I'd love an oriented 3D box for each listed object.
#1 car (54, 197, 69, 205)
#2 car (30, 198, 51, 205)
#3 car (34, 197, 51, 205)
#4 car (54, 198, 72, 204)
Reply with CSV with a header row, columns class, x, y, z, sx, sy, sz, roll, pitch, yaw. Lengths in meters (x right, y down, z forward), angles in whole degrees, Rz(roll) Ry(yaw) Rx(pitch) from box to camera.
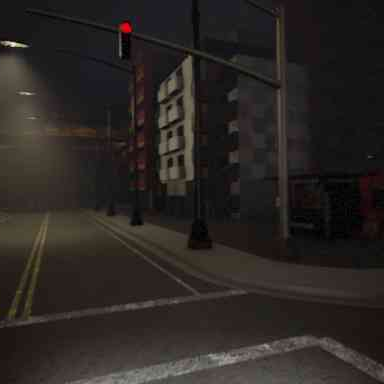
class,x,y,z,sx,sy,sz,roll,pitch,yaw
car,-26.503,1.944,68.249,2.038,1.542,4.974,-1,0,-43
car,-30.464,1.862,66.992,1.853,1.218,4.536,-1,0,2
car,-30.463,2.019,66.940,2.038,1.542,4.974,-1,0,2
car,-26.541,1.788,68.287,1.853,1.218,4.536,-1,0,-43
